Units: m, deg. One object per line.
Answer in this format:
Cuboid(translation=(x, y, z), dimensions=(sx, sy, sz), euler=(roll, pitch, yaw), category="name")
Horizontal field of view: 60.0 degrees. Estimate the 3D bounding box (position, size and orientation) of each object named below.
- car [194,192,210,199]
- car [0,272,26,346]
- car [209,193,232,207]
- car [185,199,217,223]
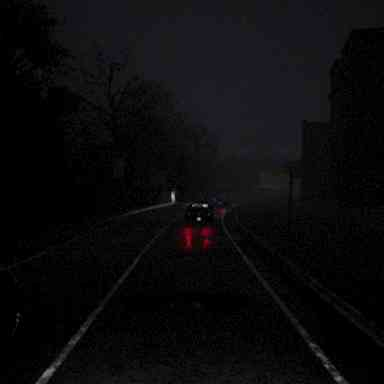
Cuboid(translation=(1.670, 0.745, 46.910), dimensions=(1.837, 1.490, 4.892), euler=(2, 2, 19), category="car")
Cuboid(translation=(-3.581, 1.539, 3.463), dimensions=(1.994, 1.385, 4.181), euler=(0, 0, 0), category="car")
Cuboid(translation=(3.766, 1.015, 41.205), dimensions=(1.812, 1.442, 4.674), euler=(2, 2, 15), category="car")
Cuboid(translation=(0.635, 1.425, 23.625), dimensions=(1.895, 1.301, 4.718), euler=(0, 1, 5), category="car")
